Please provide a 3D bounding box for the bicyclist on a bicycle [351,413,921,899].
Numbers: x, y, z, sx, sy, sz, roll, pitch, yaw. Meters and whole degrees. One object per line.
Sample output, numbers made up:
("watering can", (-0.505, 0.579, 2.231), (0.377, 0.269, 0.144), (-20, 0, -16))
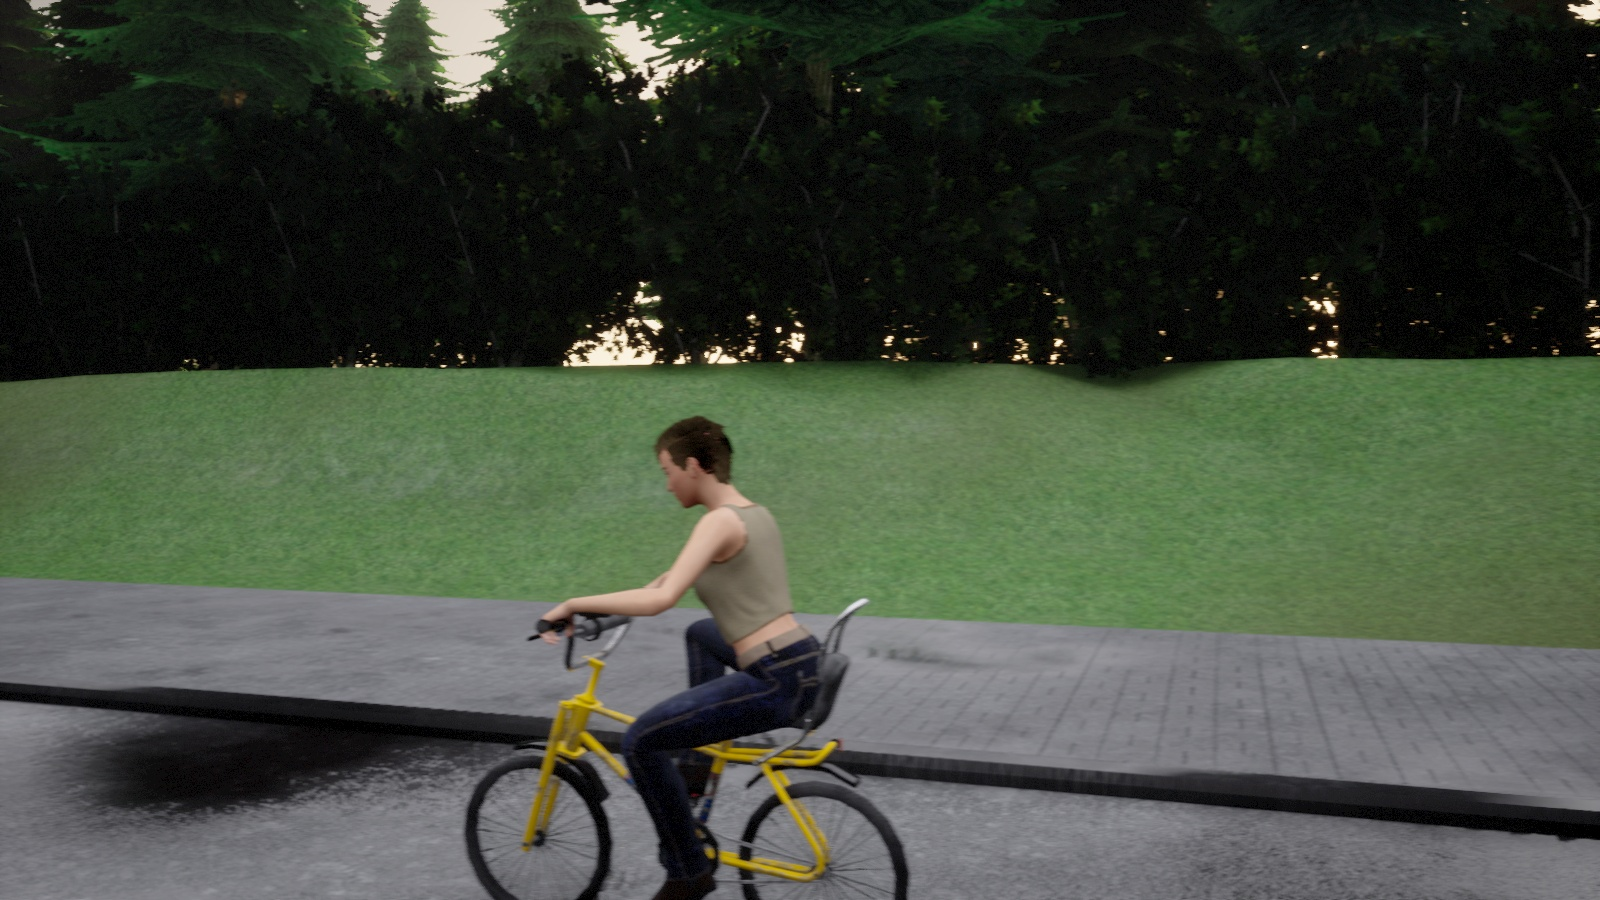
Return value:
("bicyclist on a bicycle", (-0.471, 0.699, 3.873), (1.509, 1.612, 0.866), (1, 1, 19))
